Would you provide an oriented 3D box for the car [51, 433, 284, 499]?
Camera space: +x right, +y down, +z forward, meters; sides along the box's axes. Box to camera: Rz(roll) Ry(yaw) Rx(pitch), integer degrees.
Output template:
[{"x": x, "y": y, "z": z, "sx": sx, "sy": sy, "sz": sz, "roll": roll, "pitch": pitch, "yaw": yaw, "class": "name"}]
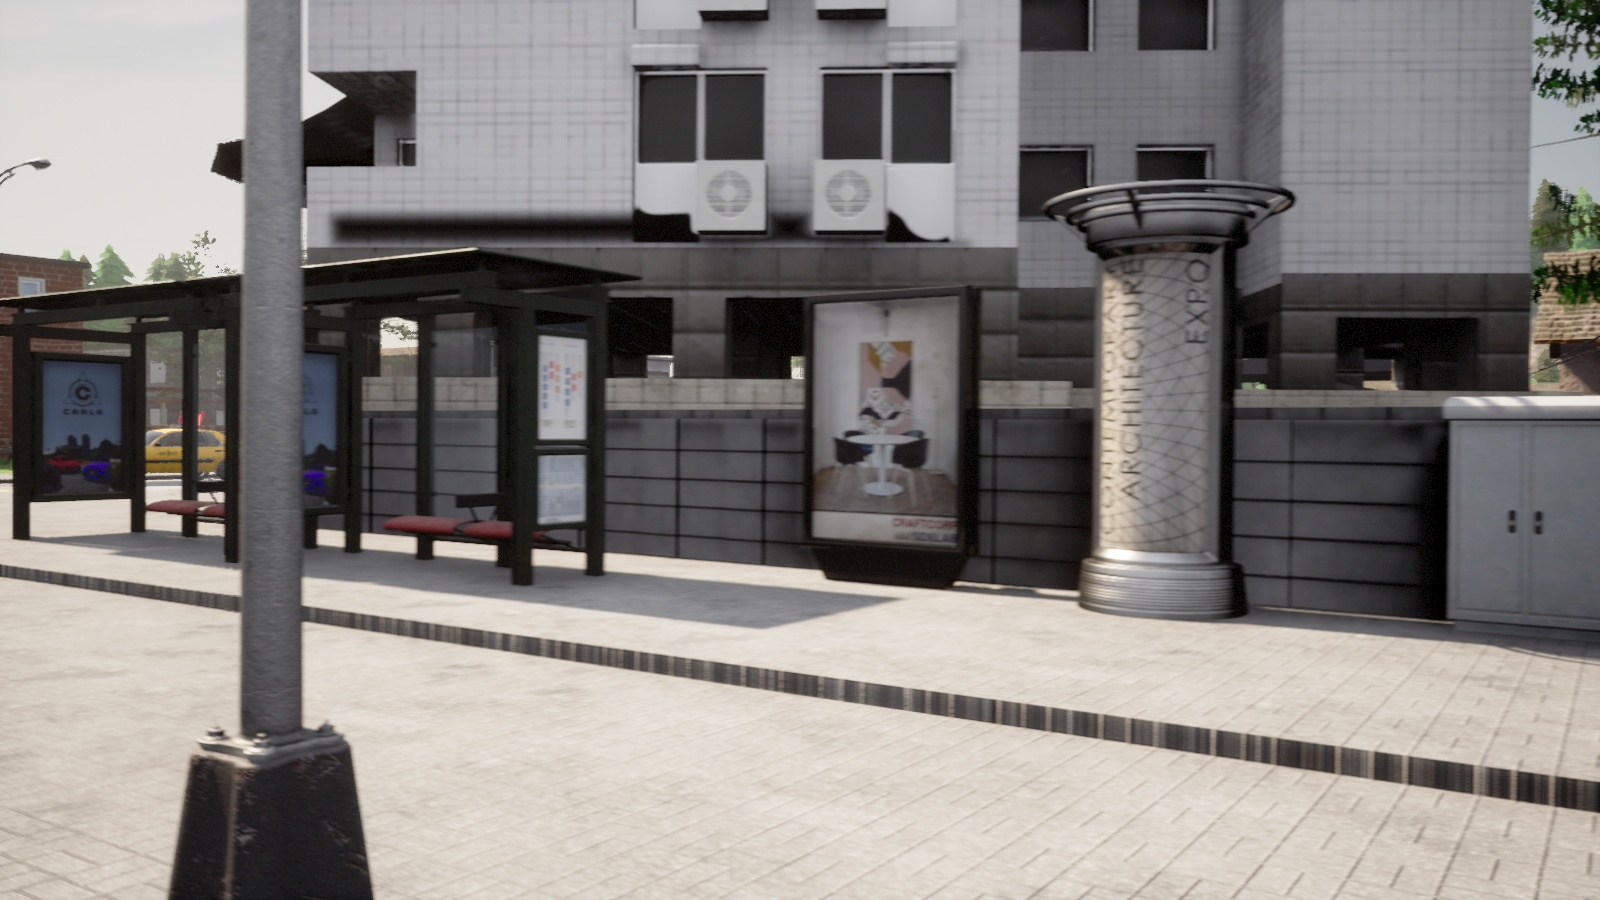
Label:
[{"x": -16.762, "y": 0.364, "z": 33.594, "sx": 1.801, "sy": 1.575, "sz": 5.366, "roll": 0, "pitch": 1, "yaw": 34, "class": "car"}]
